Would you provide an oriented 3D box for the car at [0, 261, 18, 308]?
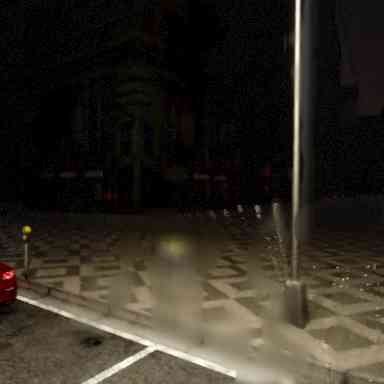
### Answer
[{"bbox_3d":[-5.057,1.595,6.564,4.206,1.307,1.802,0,1,36],"label":"car"}]
